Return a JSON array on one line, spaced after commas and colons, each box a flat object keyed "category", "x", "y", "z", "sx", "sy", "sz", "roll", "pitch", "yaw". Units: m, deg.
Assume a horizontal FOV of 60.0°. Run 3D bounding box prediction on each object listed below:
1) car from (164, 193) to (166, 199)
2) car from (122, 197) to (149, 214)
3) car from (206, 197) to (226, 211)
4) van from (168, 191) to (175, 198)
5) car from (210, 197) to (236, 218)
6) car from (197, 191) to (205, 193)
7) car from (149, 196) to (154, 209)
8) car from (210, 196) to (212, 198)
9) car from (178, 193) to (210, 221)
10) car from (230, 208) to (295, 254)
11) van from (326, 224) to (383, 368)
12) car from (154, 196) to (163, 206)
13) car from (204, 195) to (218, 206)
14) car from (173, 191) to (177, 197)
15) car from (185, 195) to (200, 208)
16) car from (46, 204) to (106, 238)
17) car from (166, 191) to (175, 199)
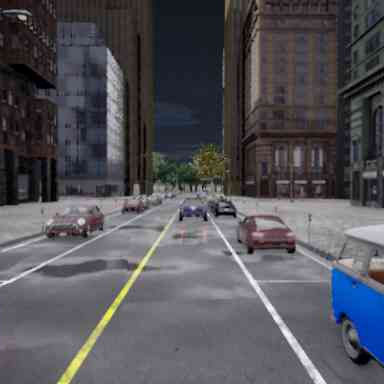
[{"category": "car", "x": -5.792, "y": 1.274, "z": 54.533, "sx": 1.947, "sy": 1.339, "sz": 4.313, "roll": -1, "pitch": 0, "yaw": 0}, {"category": "car", "x": -5.785, "y": 1.382, "z": 33.022, "sx": 1.887, "sy": 1.381, "sz": 4.507, "roll": -1, "pitch": 0, "yaw": 0}, {"category": "car", "x": 2.738, "y": 1.356, "z": 38.926, "sx": 2.008, "sy": 1.369, "sz": 4.403, "roll": -1, "pitch": 0, "yaw": 0}, {"category": "van", "x": -5.808, "y": 0.766, "z": 92.861, "sx": 1.690, "sy": 1.788, "sz": 3.998, "roll": -1, "pitch": 0, "yaw": 0}, {"category": "car", "x": 2.742, "y": 1.428, "z": 28.521, "sx": 1.947, "sy": 1.339, "sz": 4.313, "roll": -1, "pitch": 0, "yaw": 0}, {"category": "car", "x": 2.724, "y": 1.041, "z": 81.684, "sx": 1.752, "sy": 1.417, "sz": 4.829, "roll": -1, "pitch": 0, "yaw": 0}, {"category": "car", "x": -5.787, "y": 1.390, "z": 38.399, "sx": 1.802, "sy": 1.307, "sz": 4.206, "roll": -1, "pitch": 0, "yaw": 0}, {"category": "car", "x": 2.740, "y": 1.400, "z": 33.724, "sx": 1.947, "sy": 1.339, "sz": 4.313, "roll": -1, "pitch": 0, "yaw": 0}, {"category": "car", "x": 0.089, "y": 1.224, "z": 26.396, "sx": 2.097, "sy": 1.767, "sz": 4.553, "roll": 0, "pitch": 0, "yaw": 0}, {"category": "car", "x": 2.748, "y": 1.521, "z": 12.913, "sx": 1.802, "sy": 1.307, "sz": 4.206, "roll": -1, "pitch": 0, "yaw": 0}, {"category": "van", "x": 2.786, "y": 1.326, "z": 3.249, "sx": 1.690, "sy": 1.788, "sz": 3.998, "roll": -1, "pitch": 0, "yaw": 0}, {"category": "car", "x": -5.790, "y": 1.294, "z": 49.154, "sx": 2.008, "sy": 1.369, "sz": 4.403, "roll": -1, "pitch": 0, "yaw": 0}, {"category": "car", "x": 2.735, "y": 1.267, "z": 49.502, "sx": 1.752, "sy": 1.417, "sz": 4.829, "roll": -1, "pitch": 0, "yaw": 0}, {"category": "car", "x": -5.806, "y": 0.787, "z": 87.181, "sx": 2.192, "sy": 1.841, "sz": 5.009, "roll": -1, "pitch": 0, "yaw": 0}, {"category": "car", "x": 0.085, "y": 1.252, "z": 44.025, "sx": 1.882, "sy": 1.535, "sz": 5.008, "roll": 0, "pitch": 0, "yaw": 0}, {"category": "car", "x": -5.781, "y": 1.360, "z": 16.886, "sx": 1.967, "sy": 1.590, "sz": 4.097, "roll": -1, "pitch": 0, "yaw": 0}, {"category": "car", "x": -5.801, "y": 1.098, "z": 81.503, "sx": 1.802, "sy": 1.307, "sz": 4.206, "roll": -1, "pitch": 0, "yaw": 0}]
